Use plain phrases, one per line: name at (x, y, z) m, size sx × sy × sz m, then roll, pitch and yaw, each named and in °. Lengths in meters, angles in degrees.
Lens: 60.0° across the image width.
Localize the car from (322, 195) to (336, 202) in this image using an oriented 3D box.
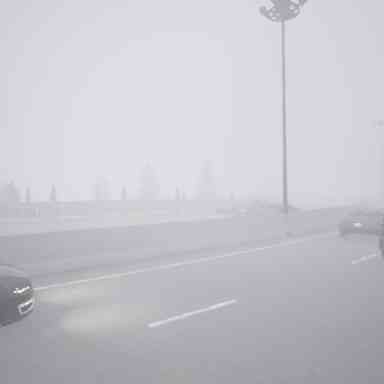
car at (27.362, 1.275, 66.485) m, size 2.033 × 1.411 × 5.357 m, roll -1°, pitch 0°, yaw 34°

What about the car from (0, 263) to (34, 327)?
car at (-4.941, 1.530, 4.706) m, size 4.892 × 1.490 × 1.837 m, roll 0°, pitch 0°, yaw -35°

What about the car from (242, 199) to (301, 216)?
car at (6.131, 1.465, 24.014) m, size 2.033 × 1.411 × 5.357 m, roll 0°, pitch 0°, yaw 41°

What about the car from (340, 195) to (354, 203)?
car at (29.568, 1.309, 63.481) m, size 1.895 × 1.301 × 4.718 m, roll -1°, pitch 0°, yaw 34°

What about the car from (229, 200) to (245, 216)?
car at (5.698, 1.414, 28.934) m, size 2.128 × 1.511 × 4.902 m, roll 0°, pitch 0°, yaw 40°

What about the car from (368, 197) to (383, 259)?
car at (7.906, 1.138, 10.641) m, size 5.566 × 2.045 × 2.150 m, roll -1°, pitch 0°, yaw -43°

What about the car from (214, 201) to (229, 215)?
car at (4.296, 1.483, 32.659) m, size 2.033 × 1.411 × 5.357 m, roll 0°, pitch 0°, yaw 38°

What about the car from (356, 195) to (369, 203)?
car at (29.902, 1.271, 57.701) m, size 1.994 × 1.385 × 4.181 m, roll -1°, pitch 0°, yaw 34°

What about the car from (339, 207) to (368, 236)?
car at (9.036, 1.463, 16.712) m, size 1.994 × 1.385 × 4.181 m, roll 0°, pitch 0°, yaw 45°
